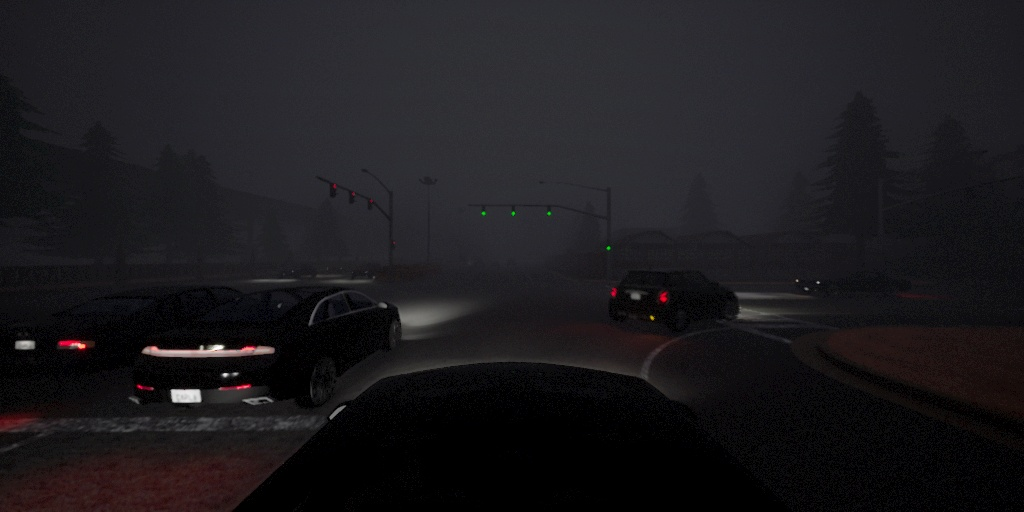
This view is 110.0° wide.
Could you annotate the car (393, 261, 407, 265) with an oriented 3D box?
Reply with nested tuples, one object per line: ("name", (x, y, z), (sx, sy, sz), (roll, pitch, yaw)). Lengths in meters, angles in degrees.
("car", (-14.138, 1.572, 44.736), (1.895, 1.301, 4.718), (0, 0, 0))

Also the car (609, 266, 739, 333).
("car", (5.157, 1.156, 11.264), (4.553, 1.767, 2.097), (0, 0, -37))

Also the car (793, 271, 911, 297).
("car", (18.046, 1.455, 19.244), (4.718, 1.301, 1.895), (0, 0, 2))

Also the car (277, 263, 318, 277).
("car", (-21.136, 1.444, 35.560), (1.812, 1.442, 4.674), (0, 0, 0))

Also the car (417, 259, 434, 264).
("car", (-14.096, 1.576, 55.414), (2.033, 1.411, 5.357), (0, 0, 0))

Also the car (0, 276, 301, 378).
("car", (-6.911, 1.325, 7.598), (2.033, 1.411, 5.357), (0, 0, 0))

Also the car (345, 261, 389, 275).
("car", (-14.137, 1.399, 35.392), (1.882, 1.535, 5.008), (0, 0, 0))

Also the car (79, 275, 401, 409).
("car", (-3.412, 1.263, 6.180), (2.128, 1.511, 4.902), (0, 0, 0))

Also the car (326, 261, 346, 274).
("car", (-21.134, 1.444, 44.623), (1.882, 1.535, 5.008), (0, 0, 0))
